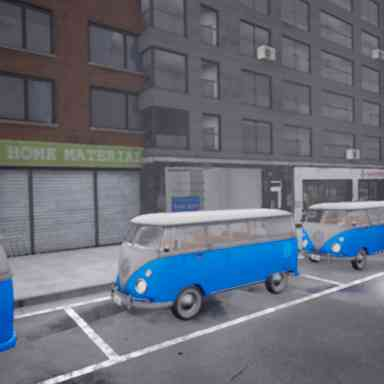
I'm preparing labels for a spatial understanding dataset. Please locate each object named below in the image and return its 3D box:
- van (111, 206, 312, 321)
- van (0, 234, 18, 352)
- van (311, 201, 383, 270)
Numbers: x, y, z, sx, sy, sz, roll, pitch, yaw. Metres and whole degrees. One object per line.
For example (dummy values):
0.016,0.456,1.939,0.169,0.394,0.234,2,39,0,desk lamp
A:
0.445,1.274,6.853,3.998,1.788,1.690,-1,0,-35,van
-4.109,1.362,3.618,3.998,1.788,1.690,-1,0,-35,van
4.999,1.186,10.086,3.998,1.788,1.690,-1,0,-35,van
